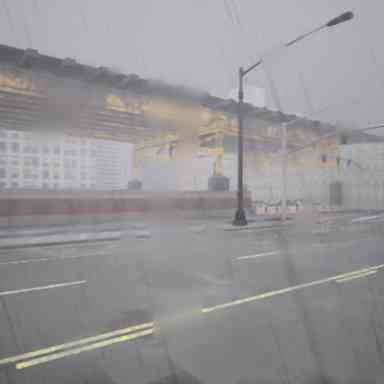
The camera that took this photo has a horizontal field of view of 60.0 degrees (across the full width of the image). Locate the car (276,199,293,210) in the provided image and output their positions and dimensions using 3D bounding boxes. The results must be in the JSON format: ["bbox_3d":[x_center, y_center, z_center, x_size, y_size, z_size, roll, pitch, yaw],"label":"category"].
[{"bbox_3d":[11.945,1.533,42.746,1.853,1.218,4.536,0,0,18],"label":"car"}]

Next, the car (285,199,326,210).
[{"bbox_3d":[15.838,1.728,46.456,4.974,1.542,2.038,0,0,-7],"label":"car"}]

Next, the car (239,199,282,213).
[{"bbox_3d":[8.183,1.659,40.011,4.974,1.542,2.038,0,0,8],"label":"car"}]

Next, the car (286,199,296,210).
[{"bbox_3d":[11.928,1.691,42.696,2.038,1.542,4.974,0,0,18],"label":"car"}]

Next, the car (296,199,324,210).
[{"bbox_3d":[15.788,1.570,46.450,4.536,1.218,1.853,0,0,-7],"label":"car"}]

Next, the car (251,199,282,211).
[{"bbox_3d":[8.133,1.501,40.019,4.536,1.218,1.853,0,0,8],"label":"car"}]
